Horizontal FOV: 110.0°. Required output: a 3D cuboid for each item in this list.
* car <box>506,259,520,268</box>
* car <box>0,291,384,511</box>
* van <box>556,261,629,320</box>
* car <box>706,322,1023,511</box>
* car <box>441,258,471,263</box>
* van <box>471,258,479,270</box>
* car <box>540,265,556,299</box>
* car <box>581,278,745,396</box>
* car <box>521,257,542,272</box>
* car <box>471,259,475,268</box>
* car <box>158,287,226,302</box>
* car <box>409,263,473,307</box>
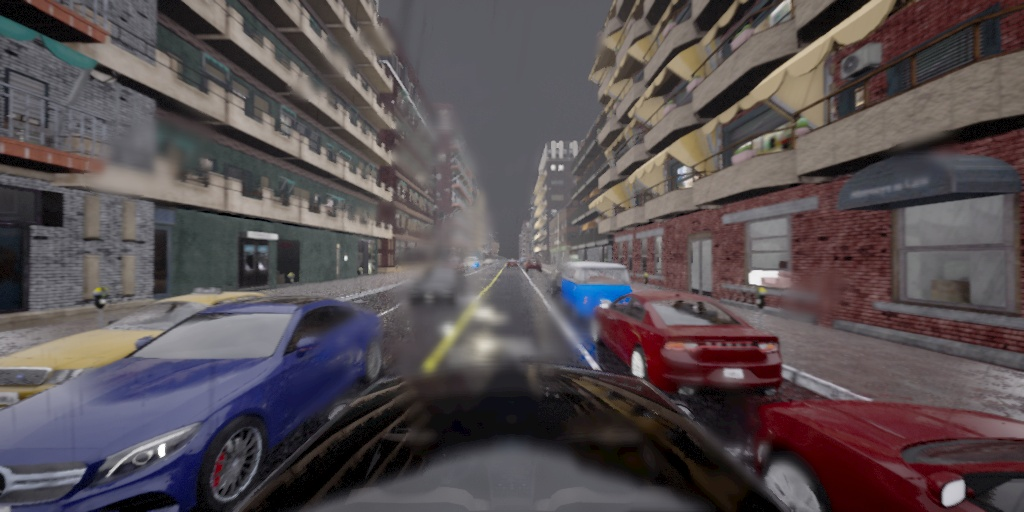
[{"bbox_3d":[0.036,1.281,63.638,1.882,1.535,5.008,0,0,0],"label":"car"},{"bbox_3d":[-3.085,1.276,4.431,1.812,1.442,4.674,0,0,0],"label":"car"},{"bbox_3d":[2.698,1.095,12.257,1.690,1.789,3.998,0,0,0],"label":"van"},{"bbox_3d":[2.692,1.295,0.932,1.888,1.381,4.507,0,0,0],"label":"car"},{"bbox_3d":[-5.670,1.084,34.909,2.192,1.841,5.009,0,0,0],"label":"car"},{"bbox_3d":[-5.661,1.128,51.895,1.690,1.789,3.998,0,0,0],"label":"van"},{"bbox_3d":[2.701,1.308,17.919,2.007,1.370,4.403,0,0,0],"label":"car"},{"bbox_3d":[2.695,1.297,6.594,1.888,1.381,4.507,0,0,0],"label":"car"},{"bbox_3d":[2.717,1.096,46.229,2.192,1.841,5.009,0,0,0],"label":"car"},{"bbox_3d":[-5.666,1.325,40.570,2.007,1.370,4.403,0,0,0],"label":"car"},{"bbox_3d":[-5.685,1.276,6.428,1.751,1.417,4.829,0,0,0],"label":"car"},{"bbox_3d":[-3.031,1.258,15.664,1.837,1.490,4.892,0,1,1],"label":"car"}]
